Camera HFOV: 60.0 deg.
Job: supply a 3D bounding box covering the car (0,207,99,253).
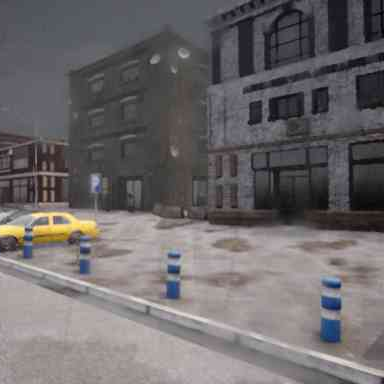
[{"bbox_3d":[-6.609,1.569,14.230,1.946,1.575,5.366,0,-1,39],"label":"car"}]
